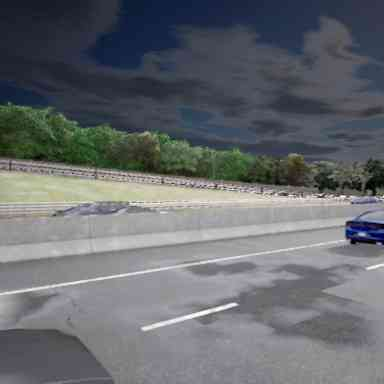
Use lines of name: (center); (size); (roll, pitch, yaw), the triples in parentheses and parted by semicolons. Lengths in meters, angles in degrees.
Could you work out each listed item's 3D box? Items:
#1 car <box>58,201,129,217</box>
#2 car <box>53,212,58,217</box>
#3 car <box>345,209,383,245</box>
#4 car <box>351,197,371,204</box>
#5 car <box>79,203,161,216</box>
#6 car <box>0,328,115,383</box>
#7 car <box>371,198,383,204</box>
car: (-5.812, 1.363, 21.384); (4.553, 1.767, 2.097); (0, 0, -36)
car: (-7.877, 1.577, 24.209); (4.181, 1.385, 1.994); (0, 0, -36)
car: (8.551, 1.477, 14.239); (5.008, 1.535, 1.882); (0, 0, -36)
car: (24.699, 1.454, 47.678); (5.008, 1.535, 1.882); (0, 0, -35)
car: (-3.561, 1.535, 18.692); (4.674, 1.442, 1.812); (0, 0, -36)
car: (-3.019, 1.549, 1.606); (5.357, 1.411, 2.033); (0, 0, -36)
car: (26.773, 1.466, 44.865); (4.902, 1.511, 2.128); (0, 0, -36)
